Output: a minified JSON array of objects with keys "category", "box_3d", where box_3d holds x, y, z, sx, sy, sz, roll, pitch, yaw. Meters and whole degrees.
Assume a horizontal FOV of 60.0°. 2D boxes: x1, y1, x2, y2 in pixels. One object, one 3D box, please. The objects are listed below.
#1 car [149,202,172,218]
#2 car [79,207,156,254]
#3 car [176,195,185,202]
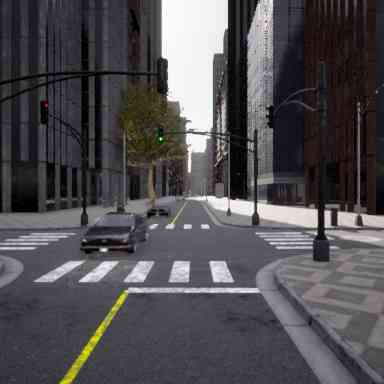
[{"category":"car","box_3d":[-2.871,1.603,29.951,1.895,1.301,4.718,0,0,0]},{"category":"car","box_3d":[-2.945,1.560,13.778,2.033,1.411,5.357,0,0,0]},{"category":"car","box_3d":[-2.671,1.495,76.196,2.128,1.511,4.902,0,0,0]}]
